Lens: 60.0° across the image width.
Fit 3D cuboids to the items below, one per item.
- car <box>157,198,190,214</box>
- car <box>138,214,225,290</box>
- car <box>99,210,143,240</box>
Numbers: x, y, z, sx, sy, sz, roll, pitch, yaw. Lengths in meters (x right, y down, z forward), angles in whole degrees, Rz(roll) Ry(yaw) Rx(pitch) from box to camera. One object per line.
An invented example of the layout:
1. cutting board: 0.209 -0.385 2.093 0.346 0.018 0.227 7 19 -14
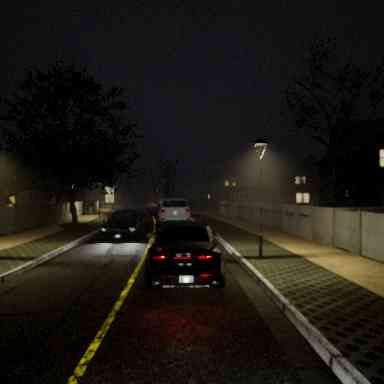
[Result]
1. car: -1.345 1.458 24.561 2.150 2.045 5.566 0 -1 -5
2. car: -0.225 1.566 9.237 1.837 1.490 4.892 0 -1 -2
3. car: -3.660 1.699 18.121 2.033 1.411 5.357 0 -1 -5
